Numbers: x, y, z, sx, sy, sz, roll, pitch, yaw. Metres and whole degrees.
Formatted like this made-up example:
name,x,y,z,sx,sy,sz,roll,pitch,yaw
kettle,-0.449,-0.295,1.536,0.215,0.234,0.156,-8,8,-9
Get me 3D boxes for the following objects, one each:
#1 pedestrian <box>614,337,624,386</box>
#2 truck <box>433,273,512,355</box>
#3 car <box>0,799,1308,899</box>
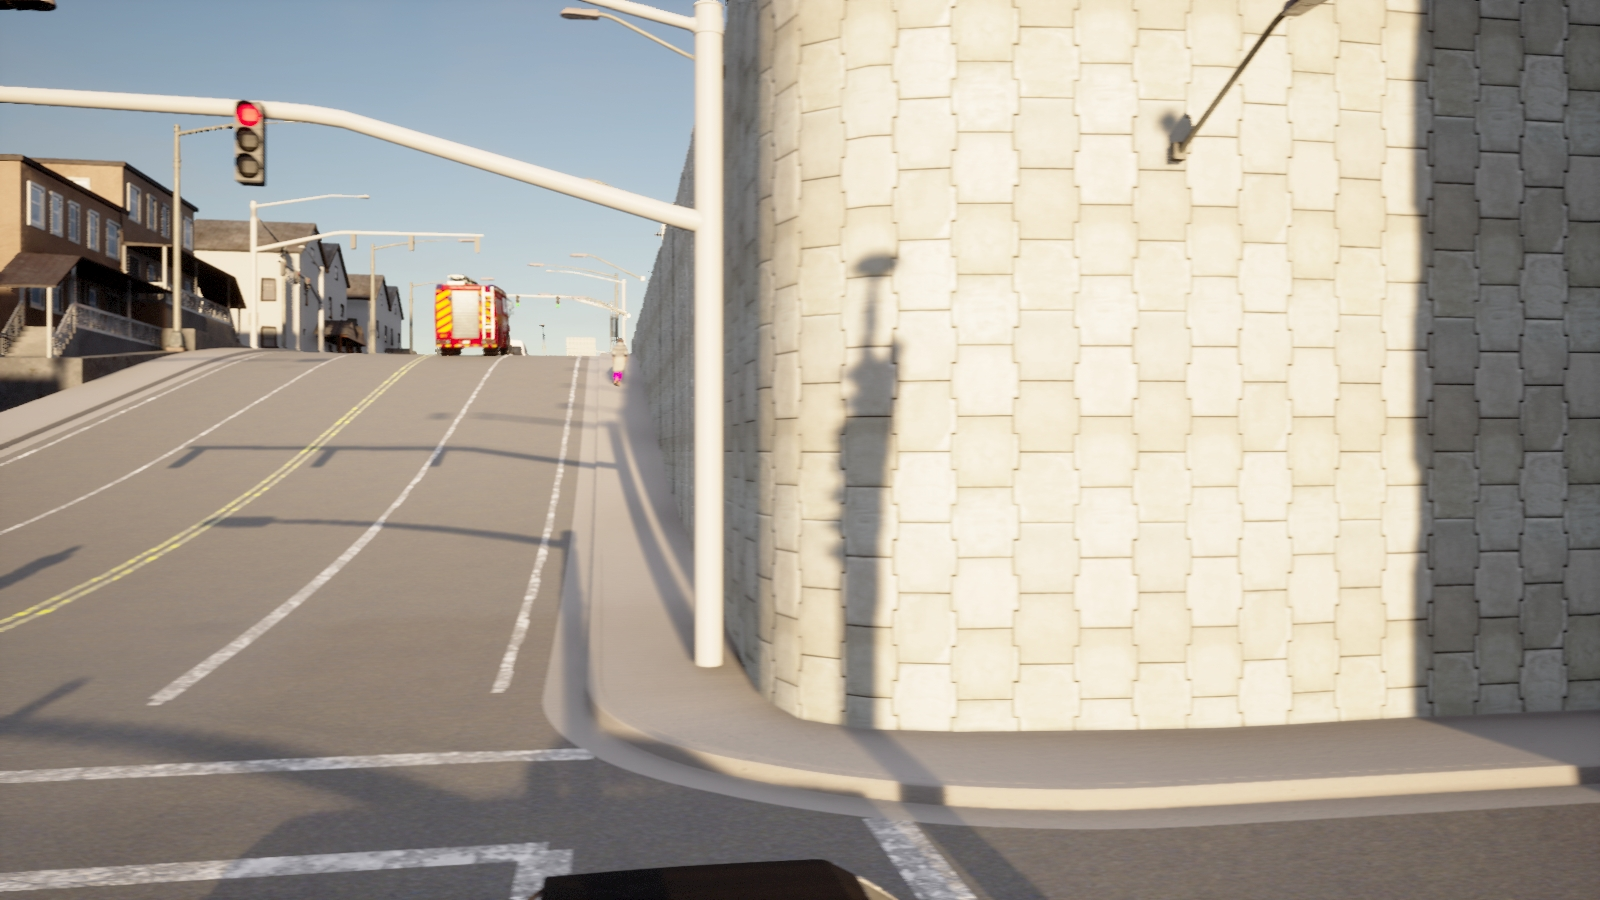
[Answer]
name,x,y,z,sx,sy,sz,roll,pitch,yaw
pedestrian,-7.051,-3.435,44.410,0.375,1.860,0.375,0,0,-10
truck,-16.547,-6.767,58.304,2.891,3.827,8.468,-1,5,-10
car,-0.657,2.154,3.590,4.718,1.301,1.895,0,0,-9
